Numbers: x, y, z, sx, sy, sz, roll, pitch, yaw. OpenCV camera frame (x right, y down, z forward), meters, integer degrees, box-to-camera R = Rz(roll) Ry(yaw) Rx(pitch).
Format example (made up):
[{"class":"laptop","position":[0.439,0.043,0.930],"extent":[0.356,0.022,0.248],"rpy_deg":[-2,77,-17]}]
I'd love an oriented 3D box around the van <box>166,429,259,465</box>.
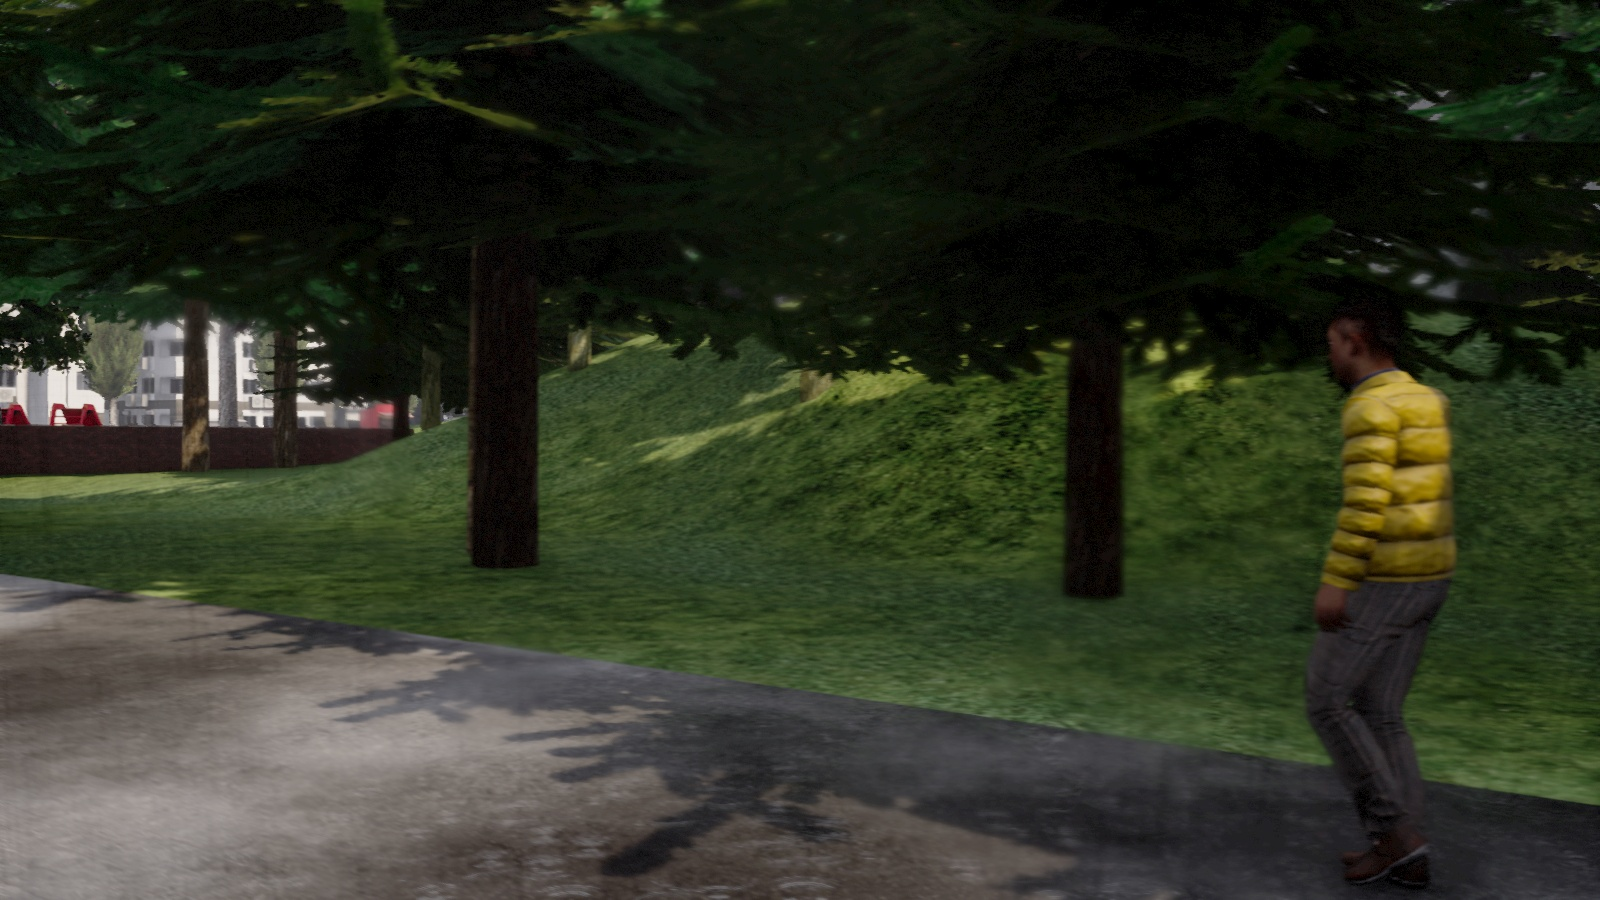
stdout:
[{"class":"van","position":[-33.344,-0.188,71.383],"extent":[1.775,1.987,4.442],"rpy_deg":[0,1,34]}]

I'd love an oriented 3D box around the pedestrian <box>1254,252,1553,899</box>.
[{"class":"pedestrian","position":[1.842,0.372,3.861],"extent":[0.431,1.840,0.709],"rpy_deg":[-1,1,-40]}]
